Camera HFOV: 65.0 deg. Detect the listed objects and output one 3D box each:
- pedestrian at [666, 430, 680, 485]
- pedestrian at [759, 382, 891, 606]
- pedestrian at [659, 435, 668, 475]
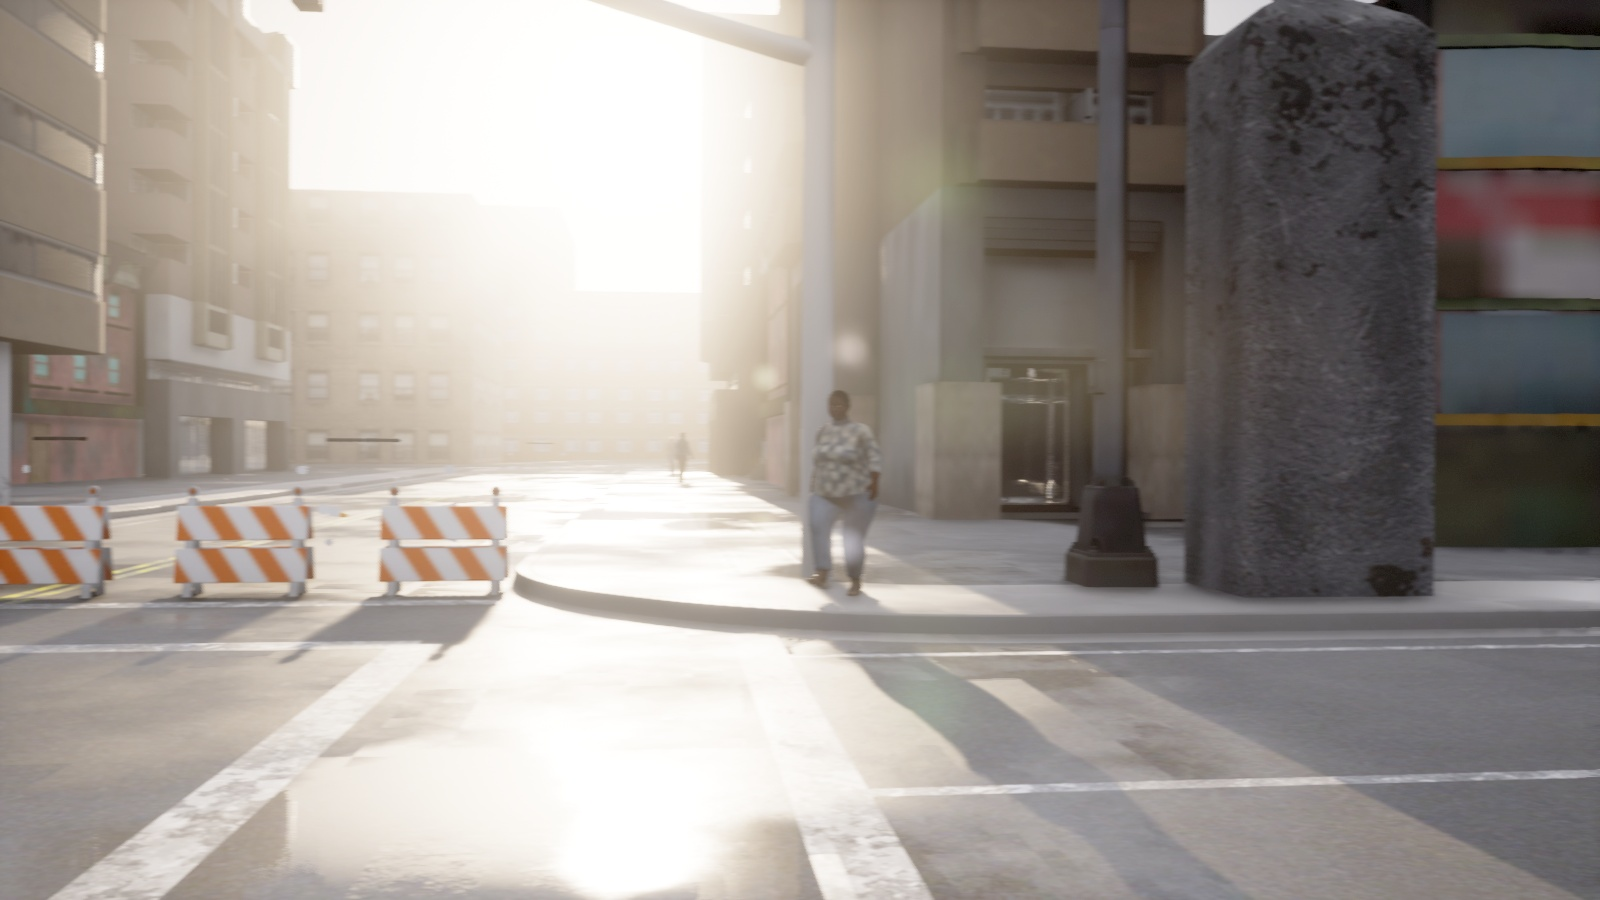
[{"bbox_3d":[-4.480,0.266,44.280,0.396,1.930,0.692,0,0,-14],"label":"pedestrian"},{"bbox_3d":[0.233,0.361,10.982,0.874,1.855,0.900,0,0,24],"label":"pedestrian"},{"bbox_3d":[-6.336,0.221,58.299,0.354,1.836,0.706,0,0,-11],"label":"pedestrian"}]
